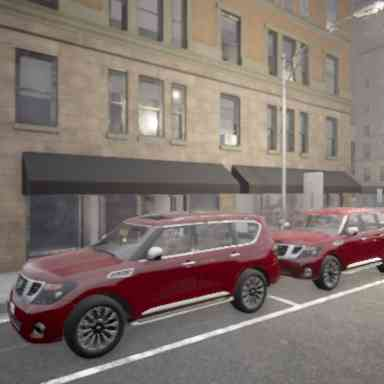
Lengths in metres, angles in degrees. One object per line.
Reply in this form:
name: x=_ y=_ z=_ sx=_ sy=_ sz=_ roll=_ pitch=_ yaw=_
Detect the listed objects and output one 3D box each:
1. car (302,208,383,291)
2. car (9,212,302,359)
car: x=3.979 y=1.389 z=9.395 sx=5.009 sy=1.841 sz=2.192 roll=1 pitch=-1 yaw=-36
car: x=-0.499 y=1.342 z=6.190 sx=5.009 sy=1.841 sz=2.192 roll=1 pitch=-1 yaw=-36
